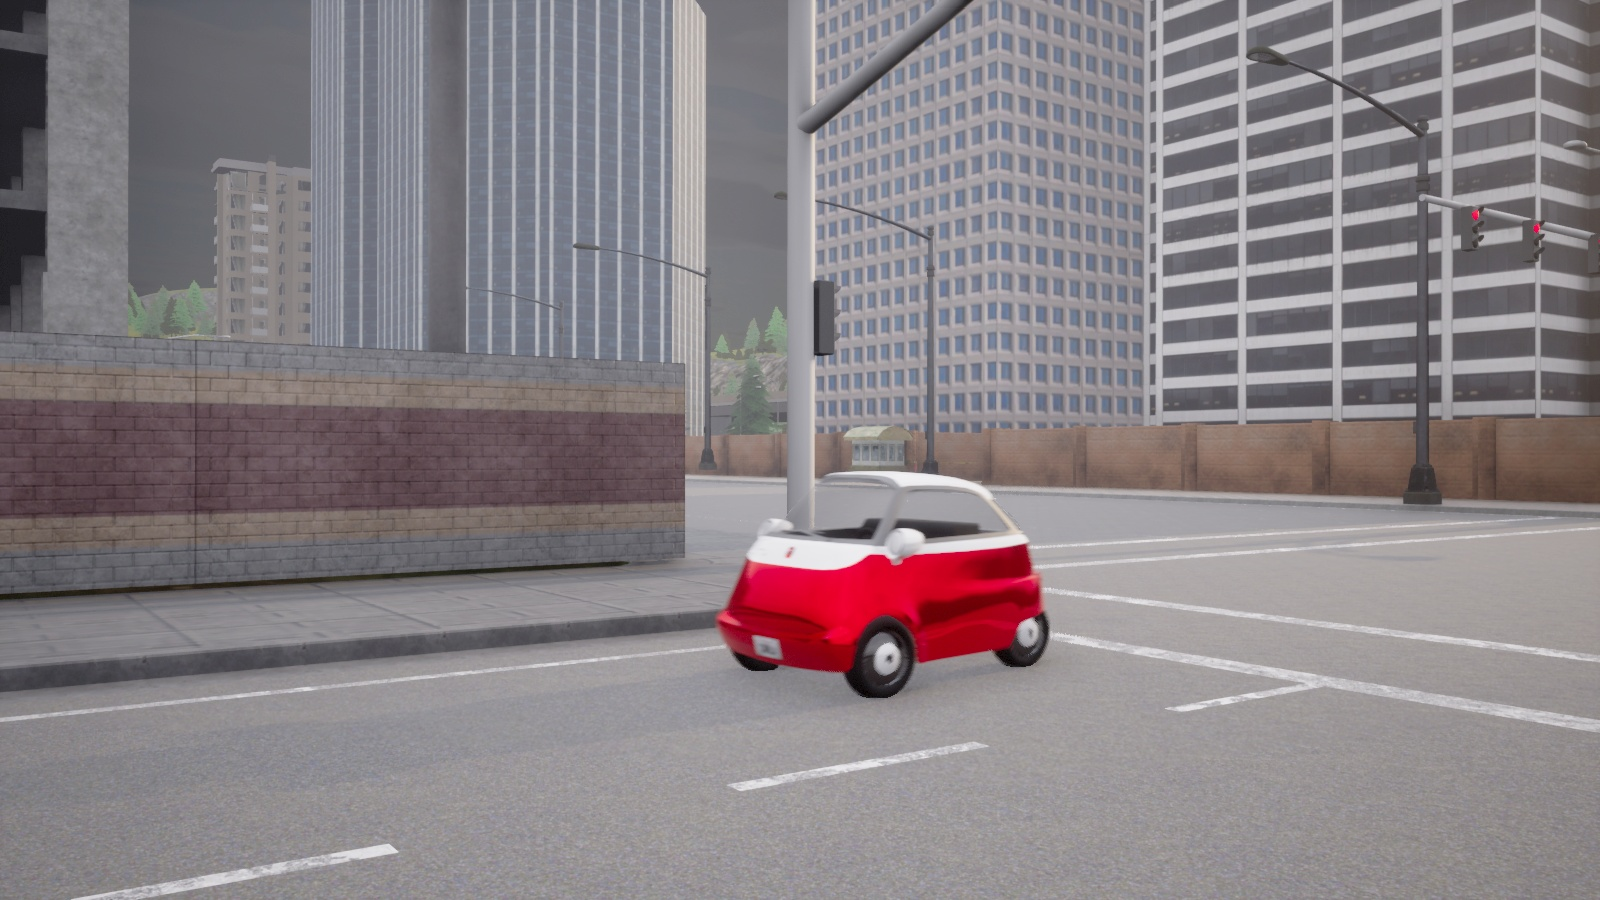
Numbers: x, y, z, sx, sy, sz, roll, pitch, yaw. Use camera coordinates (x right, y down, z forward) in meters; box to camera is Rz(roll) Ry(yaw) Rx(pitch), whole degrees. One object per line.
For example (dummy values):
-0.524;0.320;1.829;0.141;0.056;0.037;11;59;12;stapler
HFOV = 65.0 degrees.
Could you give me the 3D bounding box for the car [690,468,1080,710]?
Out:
0.589;0.819;8.510;2.207;1.376;1.481;0;0;-38;car
